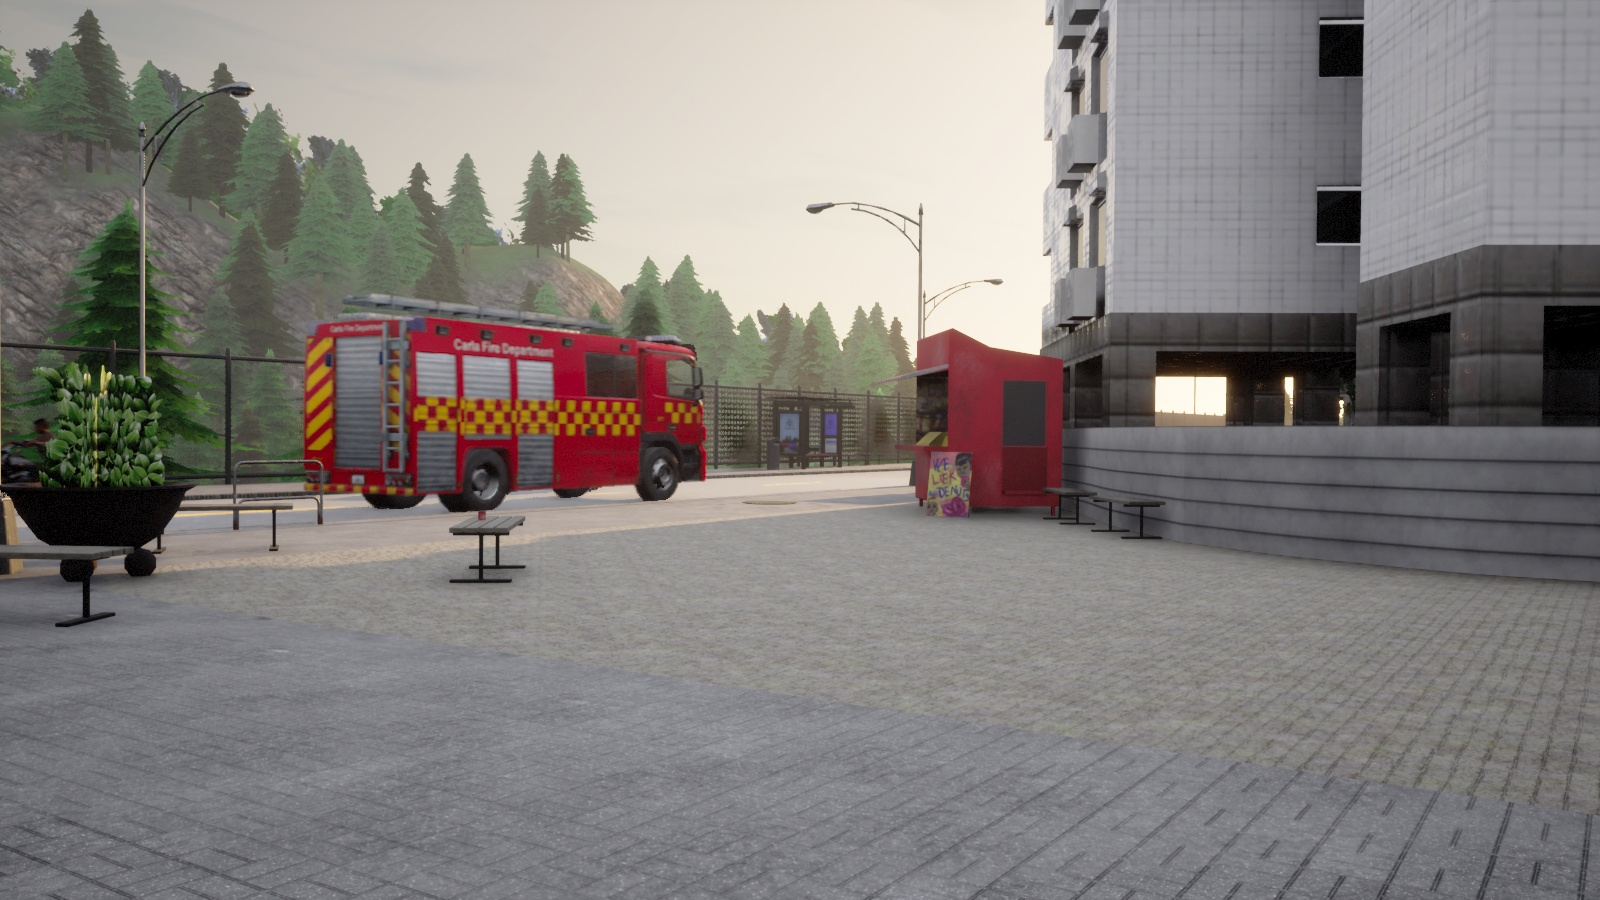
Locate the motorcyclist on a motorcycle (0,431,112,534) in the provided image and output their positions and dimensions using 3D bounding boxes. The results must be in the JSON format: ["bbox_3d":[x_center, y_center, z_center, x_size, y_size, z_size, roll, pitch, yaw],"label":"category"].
[{"bbox_3d":[-12.836,0.513,20.851,0.766,1.649,2.350,0,1,34],"label":"motorcyclist on a motorcycle"}]

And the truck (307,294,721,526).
[{"bbox_3d":[-5.243,-0.728,25.088,2.891,3.827,8.468,0,1,32],"label":"truck"}]
